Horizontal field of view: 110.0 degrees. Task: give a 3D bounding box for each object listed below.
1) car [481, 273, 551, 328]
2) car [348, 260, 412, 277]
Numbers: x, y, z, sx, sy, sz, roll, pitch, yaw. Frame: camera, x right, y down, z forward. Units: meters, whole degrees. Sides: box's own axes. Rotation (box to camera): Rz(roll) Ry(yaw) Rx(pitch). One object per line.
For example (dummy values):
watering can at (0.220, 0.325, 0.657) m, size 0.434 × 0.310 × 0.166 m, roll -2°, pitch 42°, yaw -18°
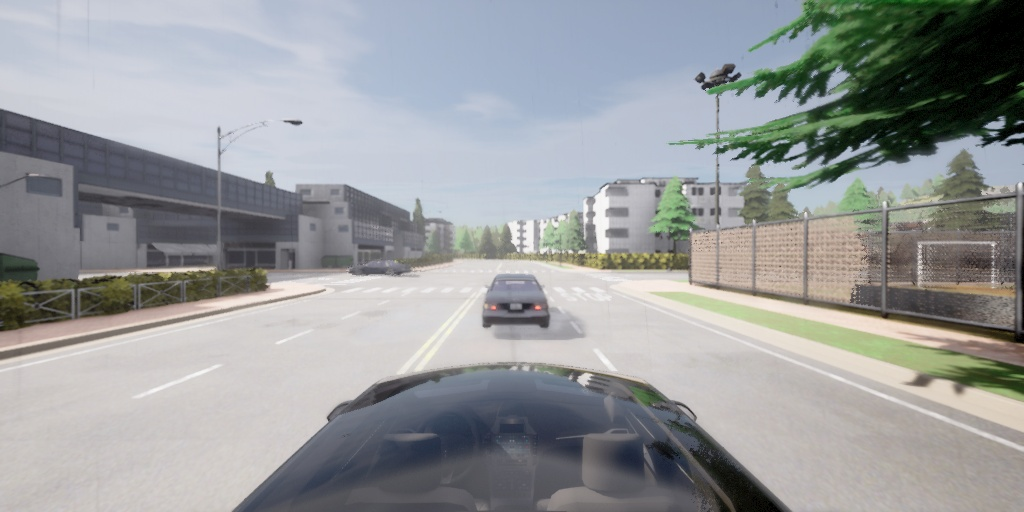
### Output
car at (0.097, 1.237, 11.053) m, size 2.033 × 1.411 × 5.357 m, roll 0°, pitch 0°, yaw 0°
car at (-11.808, 1.102, 32.132) m, size 5.357 × 1.411 × 2.033 m, roll 0°, pitch 0°, yaw 5°
